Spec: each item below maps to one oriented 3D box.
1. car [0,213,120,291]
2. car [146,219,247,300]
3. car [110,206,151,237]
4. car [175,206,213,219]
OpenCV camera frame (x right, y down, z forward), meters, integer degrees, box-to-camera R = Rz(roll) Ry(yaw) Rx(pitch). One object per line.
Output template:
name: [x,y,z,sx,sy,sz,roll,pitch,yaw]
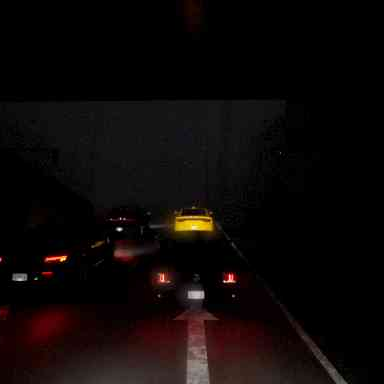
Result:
car: [-3.418,1.526,8.913,1.812,1.442,4.674,0,0,0]
car: [0.085,1.601,8.322,1.895,1.301,4.718,0,0,0]
car: [-3.414,1.505,18.072,1.837,1.490,4.892,0,0,0]
car: [0.087,1.478,17.665,1.882,1.535,5.008,0,0,0]
